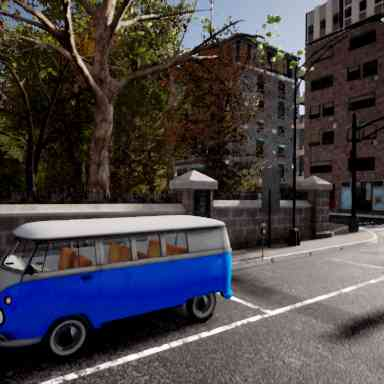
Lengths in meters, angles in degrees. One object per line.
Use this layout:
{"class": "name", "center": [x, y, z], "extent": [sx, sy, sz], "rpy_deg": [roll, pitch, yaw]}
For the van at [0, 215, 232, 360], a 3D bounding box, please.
{"class": "van", "center": [-1.155, 1.342, 5.677], "extent": [3.998, 1.788, 1.690], "rpy_deg": [0, 1, -36]}
